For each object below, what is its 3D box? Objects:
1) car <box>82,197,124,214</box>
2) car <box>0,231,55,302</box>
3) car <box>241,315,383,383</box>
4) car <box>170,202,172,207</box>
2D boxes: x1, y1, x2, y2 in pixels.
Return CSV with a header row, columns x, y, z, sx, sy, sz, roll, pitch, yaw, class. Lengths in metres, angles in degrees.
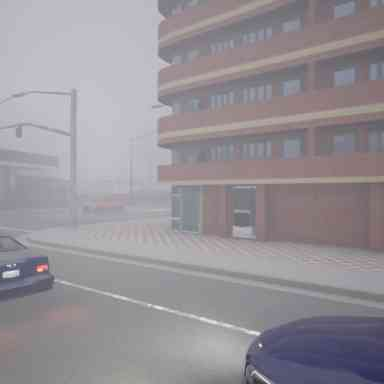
x,y,z,sx,sy,sz,roll,pitch,yaw,class
-9.382,1.367,35.248,2.097,1.767,4.553,0,0,34,car
-5.269,1.545,7.650,5.357,1.411,2.033,0,0,38,car
2.581,1.536,2.152,4.674,1.442,1.812,0,0,35,car
-1.152,1.538,47.333,2.128,1.511,4.902,0,0,34,car
